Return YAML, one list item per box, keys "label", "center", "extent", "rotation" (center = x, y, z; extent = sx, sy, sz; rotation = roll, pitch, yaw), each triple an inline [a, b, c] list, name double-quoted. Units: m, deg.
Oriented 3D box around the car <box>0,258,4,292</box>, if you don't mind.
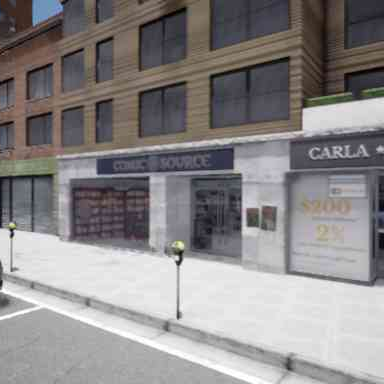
- label: "car"
  center: [-5.717, 1.531, 7.157]
  extent: [4.403, 1.369, 2.008]
  rotation: [0, 0, 36]
